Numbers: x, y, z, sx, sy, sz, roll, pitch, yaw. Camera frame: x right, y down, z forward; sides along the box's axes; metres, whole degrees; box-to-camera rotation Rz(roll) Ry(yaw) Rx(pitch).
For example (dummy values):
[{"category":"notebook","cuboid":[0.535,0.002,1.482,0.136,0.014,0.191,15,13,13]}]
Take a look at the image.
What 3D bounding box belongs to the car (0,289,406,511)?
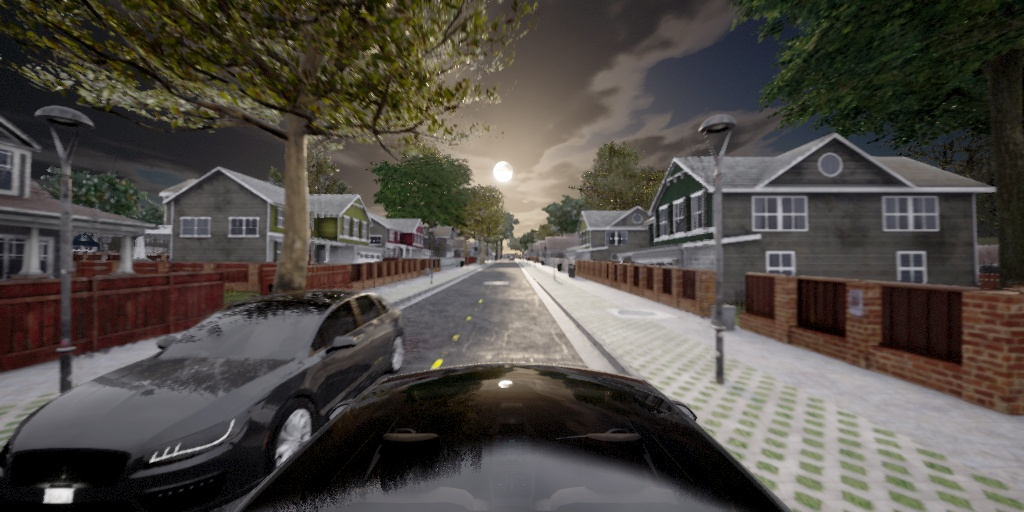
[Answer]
[{"category":"car","cuboid":[-2.828,1.258,4.674,1.837,1.490,4.892,0,0,0]}]
